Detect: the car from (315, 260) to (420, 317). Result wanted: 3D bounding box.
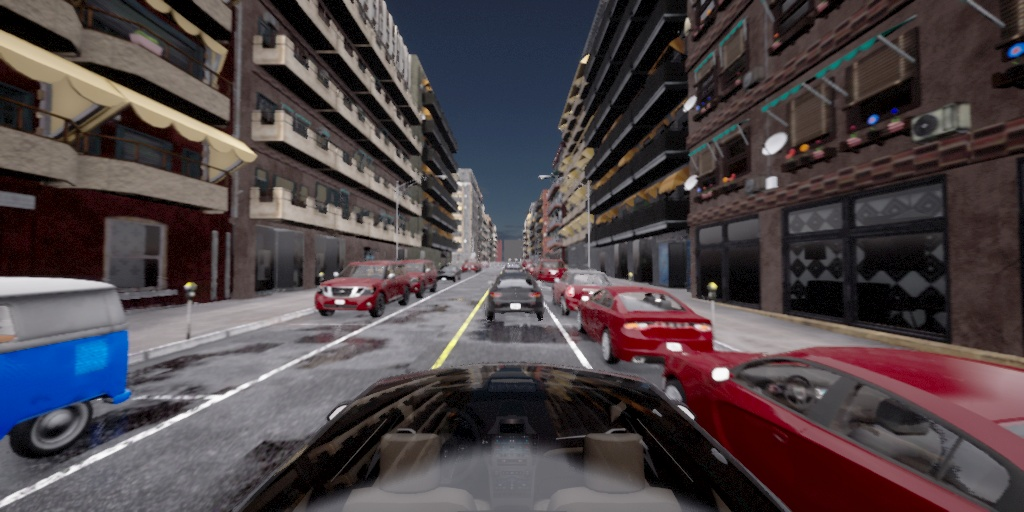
[{"bbox_3d":[-5.311,1.106,13.541,2.192,1.841,5.009,0,0,0],"label":"car"}]

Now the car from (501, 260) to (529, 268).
[{"bbox_3d":[0.110,1.351,30.223,2.128,1.511,4.902,0,0,0],"label":"car"}]

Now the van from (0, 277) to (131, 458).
[{"bbox_3d":[-5.315,1.093,2.481,1.690,1.789,3.998,0,0,0],"label":"van"}]

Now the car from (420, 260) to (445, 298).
[{"bbox_3d":[-5.310,1.127,19.071,2.192,1.841,5.009,0,0,0],"label":"car"}]

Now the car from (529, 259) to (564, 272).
[{"bbox_3d":[2.540,1.149,24.539,2.192,1.841,5.009,0,0,0],"label":"car"}]

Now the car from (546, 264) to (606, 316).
[{"bbox_3d":[2.579,1.231,13.478,1.967,1.591,4.097,0,0,0],"label":"car"}]

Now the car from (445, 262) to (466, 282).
[{"bbox_3d":[-5.306,1.425,30.133,1.948,1.339,4.313,0,0,0],"label":"car"}]

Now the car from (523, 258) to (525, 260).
[{"bbox_3d":[2.550,1.325,57.726,2.192,1.841,5.009,0,0,0],"label":"car"}]

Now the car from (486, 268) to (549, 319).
[{"bbox_3d":[0.103,1.314,12.818,1.812,1.442,4.674,0,0,0],"label":"car"}]

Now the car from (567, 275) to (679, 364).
[{"bbox_3d":[2.569,1.316,7.947,1.888,1.381,4.507,0,0,0],"label":"car"}]

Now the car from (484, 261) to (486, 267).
[{"bbox_3d":[-5.300,1.521,52.253,1.888,1.381,4.507,0,0,0],"label":"car"}]

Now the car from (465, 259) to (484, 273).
[{"bbox_3d":[-5.302,1.258,46.721,2.192,1.841,5.009,0,0,0],"label":"car"}]

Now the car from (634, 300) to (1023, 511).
[{"bbox_3d":[2.568,1.298,2.417,1.888,1.381,4.507,0,0,0],"label":"car"}]
